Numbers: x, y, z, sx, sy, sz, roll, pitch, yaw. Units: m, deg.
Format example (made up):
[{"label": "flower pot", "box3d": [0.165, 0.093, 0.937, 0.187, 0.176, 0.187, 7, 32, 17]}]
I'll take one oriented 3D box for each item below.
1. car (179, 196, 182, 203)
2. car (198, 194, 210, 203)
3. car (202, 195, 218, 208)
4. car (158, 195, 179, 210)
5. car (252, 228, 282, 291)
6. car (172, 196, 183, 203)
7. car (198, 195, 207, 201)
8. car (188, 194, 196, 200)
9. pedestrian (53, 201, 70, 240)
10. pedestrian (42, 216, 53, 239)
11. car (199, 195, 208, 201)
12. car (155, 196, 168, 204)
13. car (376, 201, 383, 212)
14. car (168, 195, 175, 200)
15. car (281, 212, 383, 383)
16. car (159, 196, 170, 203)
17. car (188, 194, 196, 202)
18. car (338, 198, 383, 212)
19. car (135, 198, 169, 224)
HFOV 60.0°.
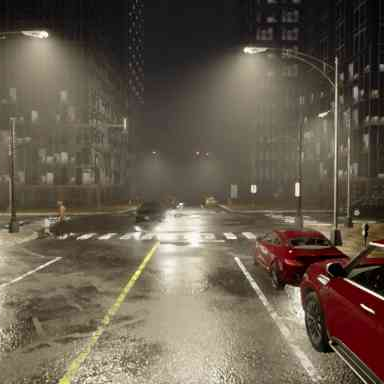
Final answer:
[{"label": "car", "box3d": [-3.081, 1.438, 54.892, 1.882, 1.535, 5.008, 0, 0, 0]}, {"label": "car", "box3d": [2.719, 1.266, 63.395, 2.192, 1.841, 5.009, -1, 0, 0]}, {"label": "car", "box3d": [2.812, 1.494, 48.314, 1.752, 1.417, 4.829, -1, 0, 0]}, {"label": "car", "box3d": [-3.109, 1.325, 42.681, 2.097, 1.767, 4.553, 0, 0, 1]}, {"label": "car", "box3d": [2.679, 1.578, 8.776, 1.802, 1.307, 4.206, -1, 0, 0]}, {"label": "car", "box3d": [-2.993, 1.540, 69.486, 1.895, 1.301, 4.718, 0, 0, 0]}, {"label": "car", "box3d": [2.688, 1.467, 86.578, 2.008, 1.369, 4.403, -1, 0, 0]}, {"label": "car", "box3d": [0.009, 1.230, 84.212, 1.882, 1.535, 5.008, 0, 0, 0]}, {"label": "pedestrian", "box3d": [-6.012, 1.286, 15.257, 0.375, 1.860, 0.375, -1, 1, 0]}, {"label": "pedestrian", "box3d": [-7.169, 1.664, 16.566, 0.500, 1.100, 0.500, -1, 1, 0]}, {"label": "car", "box3d": [2.687, 1.491, 80.905, 1.947, 1.339, 4.313, -1, 0, 0]}, {"label": "car", "box3d": [-5.833, 1.516, 63.946, 1.947, 1.339, 4.313, -1, 0, 0]}, {"label": "car", "box3d": [16.130, 1.537, 24.051, 4.313, 1.339, 1.947, 0, 1, -5]}, {"label": "car", "box3d": [-5.659, 1.489, 92.315, 1.802, 1.307, 4.206, -1, 0, 0]}, {"label": "car", "box3d": [2.672, 1.314, 3.151, 2.192, 1.841, 5.009, -1, 0, 0]}, {"label": "car", "box3d": [-5.662, 1.507, 69.620, 1.947, 1.339, 4.313, -1, 0, 0]}, {"label": "car", "box3d": [0.008, 1.522, 74.239, 1.895, 1.301, 4.718, 0, 0, 0]}, {"label": "car", "box3d": [15.653, 1.355, 29.826, 4.892, 1.490, 1.837, 0, 1, -5]}, {"label": "car", "box3d": [-3.105, 1.492, 25.529, 1.882, 1.535, 5.008, 0, 1, 0]}]
